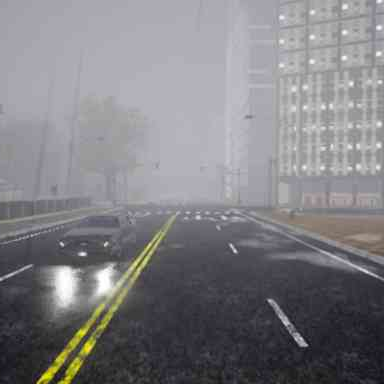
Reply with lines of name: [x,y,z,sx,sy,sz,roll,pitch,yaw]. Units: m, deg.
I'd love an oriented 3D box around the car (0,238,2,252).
car: [-6.600,1.584,7.670,1.895,1.301,4.718,0,0,0]

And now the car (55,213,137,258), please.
car: [-3.350,1.520,12.849,2.033,1.411,5.357,0,0,0]
